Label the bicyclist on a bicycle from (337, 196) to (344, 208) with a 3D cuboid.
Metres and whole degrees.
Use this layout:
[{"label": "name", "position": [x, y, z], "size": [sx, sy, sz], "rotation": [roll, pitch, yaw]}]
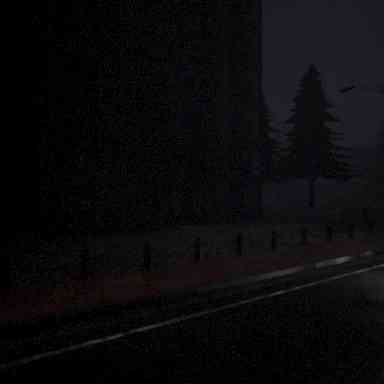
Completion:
[{"label": "bicyclist on a bicycle", "position": [18.707, 1.300, 41.859], "size": [1.656, 1.620, 0.582], "rotation": [0, 0, -37]}]
